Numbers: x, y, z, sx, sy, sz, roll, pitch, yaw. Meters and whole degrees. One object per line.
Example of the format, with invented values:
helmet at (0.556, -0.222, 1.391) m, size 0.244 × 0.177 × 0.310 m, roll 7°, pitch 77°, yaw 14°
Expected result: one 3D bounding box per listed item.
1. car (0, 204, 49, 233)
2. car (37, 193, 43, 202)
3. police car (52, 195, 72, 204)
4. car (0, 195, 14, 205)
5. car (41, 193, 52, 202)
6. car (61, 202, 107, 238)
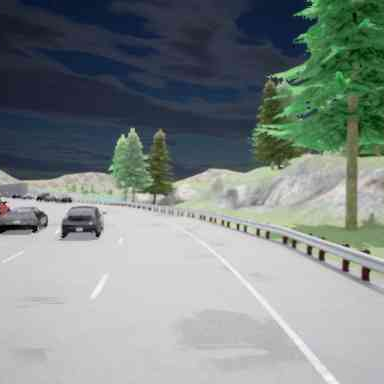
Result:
car at (-9.796, 1.558, 19.618) m, size 1.994 × 1.385 × 4.181 m, roll 0°, pitch 0°, yaw -14°
car at (-33.895, 1.183, 76.092) m, size 2.150 × 2.045 × 5.566 m, roll 0°, pitch 0°, yaw -37°
police car at (-24.415, 1.375, 63.302) m, size 1.930 × 1.638 × 5.238 m, roll 0°, pitch 0°, yaw -37°
car at (-14.415, 1.226, 23.291) m, size 2.150 × 2.045 × 5.566 m, roll 0°, pitch 0°, yaw -18°
car at (-30.303, 1.481, 71.248) m, size 1.812 × 1.442 × 4.674 m, roll 0°, pitch 0°, yaw -37°
car at (-5.735, 1.486, 17.772) m, size 1.837 × 1.490 × 4.892 m, roll 0°, pitch 0°, yaw -12°
